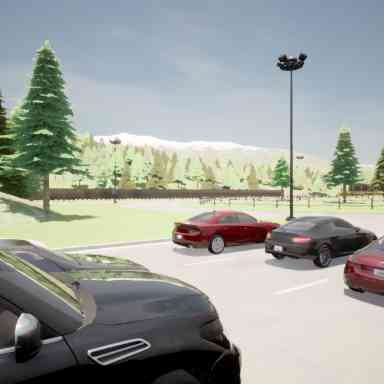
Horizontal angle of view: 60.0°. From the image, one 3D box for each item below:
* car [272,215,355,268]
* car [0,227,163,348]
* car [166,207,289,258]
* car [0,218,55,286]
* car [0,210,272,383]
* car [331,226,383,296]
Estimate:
[{"bbox_3d":[4.458,1.526,11.272,4.674,1.442,1.812,0,0,-35],"label":"car"},{"bbox_3d":[-3.329,1.547,5.672,5.357,1.411,2.033,0,0,-36],"label":"car"},{"bbox_3d":[1.566,1.478,13.517,5.008,1.535,1.882,0,0,-35],"label":"car"},{"bbox_3d":[-6.009,1.526,8.056,4.674,1.442,1.812,0,0,-35],"label":"car"},{"bbox_3d":[-2.191,1.221,2.176,5.566,2.045,2.150,0,0,-36],"label":"car"},{"bbox_3d":[5.386,1.564,7.651,4.181,1.385,1.994,0,0,-34],"label":"car"}]
